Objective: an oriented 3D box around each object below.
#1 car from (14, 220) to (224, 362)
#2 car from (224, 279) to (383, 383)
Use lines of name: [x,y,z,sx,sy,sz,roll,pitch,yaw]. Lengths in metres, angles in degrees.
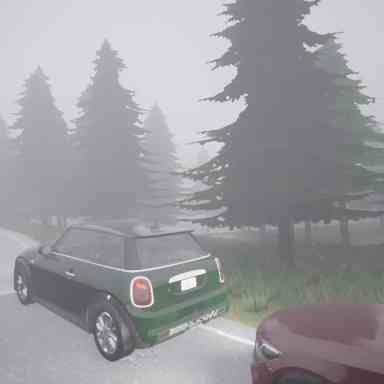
car: [-1.577,1.308,6.213,4.553,1.767,2.097,1,1,44]
car: [2.753,1.531,2.594,4.674,1.442,1.812,1,0,36]
